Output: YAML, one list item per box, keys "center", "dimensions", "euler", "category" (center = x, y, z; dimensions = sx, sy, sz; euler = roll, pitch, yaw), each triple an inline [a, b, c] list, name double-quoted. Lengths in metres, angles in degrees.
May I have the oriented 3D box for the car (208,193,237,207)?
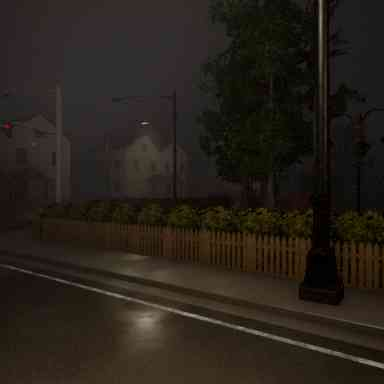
- center: [4.256, 1.221, 48.838]
  dimensions: [2.150, 2.045, 5.566]
  euler: [0, 0, 35]
  category: "car"

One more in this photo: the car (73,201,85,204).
- center: [-11.069, 1.563, 33.246]
  dimensions: [1.994, 1.385, 4.181]
  euler: [0, 0, 35]
  category: "car"

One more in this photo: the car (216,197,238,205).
- center: [6.110, 1.531, 57.818]
  dimensions: [1.812, 1.442, 4.674]
  euler: [0, 0, 35]
  category: "car"
